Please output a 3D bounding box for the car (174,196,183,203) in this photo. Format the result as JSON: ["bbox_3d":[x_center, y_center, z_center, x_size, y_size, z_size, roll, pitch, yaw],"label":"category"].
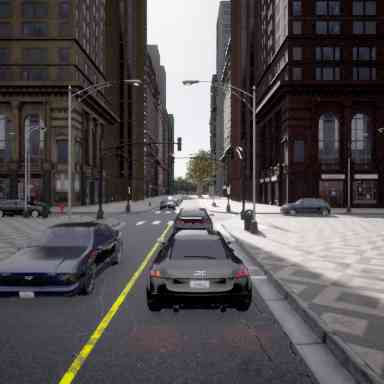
[{"bbox_3d":[-2.978,1.550,73.538,1.812,1.442,4.674,0,0,0],"label":"car"}]

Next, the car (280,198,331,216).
[{"bbox_3d":[10.872,1.388,32.153,4.553,1.767,2.097,0,0,1],"label":"car"}]

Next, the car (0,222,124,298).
[{"bbox_3d":[-3.126,1.548,8.922,2.033,1.411,5.357,0,0,0],"label":"car"}]

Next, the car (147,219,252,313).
[{"bbox_3d":[0.110,1.564,7.764,1.994,1.385,4.181,0,0,-1],"label":"car"}]

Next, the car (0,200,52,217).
[{"bbox_3d":[-14.739,1.454,28.924,4.892,1.490,1.837,0,0,-1],"label":"car"}]

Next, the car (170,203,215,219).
[{"bbox_3d":[0.066,1.505,16.672,1.837,1.490,4.892,0,0,0],"label":"car"}]

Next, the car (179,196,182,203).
[{"bbox_3d":[-3.075,1.494,52.890,2.128,1.511,4.902,0,0,0],"label":"car"}]

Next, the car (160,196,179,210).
[{"bbox_3d":[-3.078,1.547,43.129,2.033,1.411,5.357,0,0,0],"label":"car"}]
